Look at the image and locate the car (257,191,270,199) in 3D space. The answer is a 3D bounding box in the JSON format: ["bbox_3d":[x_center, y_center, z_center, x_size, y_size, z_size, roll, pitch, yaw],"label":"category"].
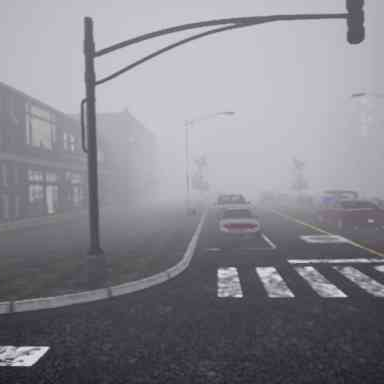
[{"bbox_3d":[13.790,0.467,63.995,1.752,1.417,4.829,-1,1,4],"label":"car"}]

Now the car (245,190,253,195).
[{"bbox_3d":[15.704,0.127,91.682,1.752,1.417,4.829,-1,1,4],"label":"car"}]

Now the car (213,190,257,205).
[{"bbox_3d":[2.352,1.038,20.102,2.192,1.841,5.009,-1,1,4],"label":"car"}]

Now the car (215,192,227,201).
[{"bbox_3d":[5.038,0.793,58.867,2.008,1.369,4.403,-1,1,4],"label":"car"}]

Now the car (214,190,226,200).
[{"bbox_3d":[5.415,0.489,64.401,2.192,1.841,5.009,-1,1,4],"label":"car"}]

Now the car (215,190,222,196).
[{"bbox_3d":[7.333,0.274,92.090,1.967,1.590,4.097,-1,1,4],"label":"car"}]

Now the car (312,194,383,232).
[{"bbox_3d":[7.932,1.076,16.909,1.882,1.535,5.008,-2,1,4],"label":"car"}]

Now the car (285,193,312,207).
[{"bbox_3d":[11.863,0.837,36.139,2.008,1.369,4.403,-1,1,4],"label":"car"}]

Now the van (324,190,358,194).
[{"bbox_3d":[11.093,0.765,25.062,1.690,1.788,3.998,-1,1,4],"label":"van"}]

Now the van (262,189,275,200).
[{"bbox_3d":[13.391,0.353,58.286,1.690,1.788,3.998,-1,1,4],"label":"van"}]

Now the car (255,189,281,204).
[{"bbox_3d":[9.795,0.756,43.833,2.128,1.511,4.902,-2,1,4],"label":"car"}]

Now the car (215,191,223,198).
[{"bbox_3d":[6.174,0.565,75.309,1.752,1.417,4.829,-1,1,4],"label":"car"}]

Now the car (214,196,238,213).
[{"bbox_3d":[3.124,1.136,31.180,2.008,1.369,4.403,-1,1,4],"label":"car"}]

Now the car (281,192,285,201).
[{"bbox_3d":[12.630,0.715,47.214,1.947,1.339,4.313,-1,1,4],"label":"car"}]

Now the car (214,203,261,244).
[{"bbox_3d":[1.976,1.373,14.568,1.802,1.307,4.206,-1,1,4],"label":"car"}]
